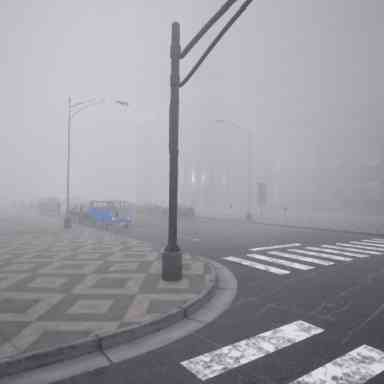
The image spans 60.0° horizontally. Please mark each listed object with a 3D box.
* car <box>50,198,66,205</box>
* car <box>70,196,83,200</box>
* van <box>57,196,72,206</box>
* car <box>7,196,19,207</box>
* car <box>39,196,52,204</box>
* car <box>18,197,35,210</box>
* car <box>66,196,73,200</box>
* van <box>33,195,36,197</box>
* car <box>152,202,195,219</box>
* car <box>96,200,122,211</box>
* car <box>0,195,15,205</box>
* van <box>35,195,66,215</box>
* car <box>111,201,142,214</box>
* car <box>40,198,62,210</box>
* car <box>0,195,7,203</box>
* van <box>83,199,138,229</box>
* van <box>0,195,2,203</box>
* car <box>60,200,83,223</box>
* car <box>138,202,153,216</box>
[{"bbox_3d":[-27.006,1.886,66.747,2.008,1.369,4.403,1,-1,-35],"label":"car"},{"bbox_3d":[-17.434,1.816,53.214,1.887,1.381,4.507,1,-1,-35],"label":"car"},{"bbox_3d":[-23.813,1.655,62.238,1.690,1.788,3.998,1,-1,-35],"label":"van"},{"bbox_3d":[-27.608,1.693,52.807,2.008,1.369,4.403,1,-1,-35],"label":"car"},{"bbox_3d":[-33.387,1.819,75.770,1.967,1.590,4.097,1,-1,-35],"label":"car"},{"bbox_3d":[-21.230,1.681,43.783,1.802,1.307,4.206,1,-1,-35],"label":"car"},{"bbox_3d":[-20.622,1.607,57.727,2.192,1.841,5.009,1,-1,-35],"label":"car"},{"bbox_3d":[-36.577,1.741,80.281,1.690,1.788,3.998,1,-1,-35],"label":"van"},{"bbox_3d":[-1.479,1.710,30.660,1.887,1.381,4.507,1,-1,-35],"label":"car"},{"bbox_3d":[-11.150,1.754,44.331,1.752,1.417,4.829,1,-1,-35],"label":"car"},{"bbox_3d":[-37.076,1.731,66.204,1.752,1.417,4.829,1,-1,-35],"label":"car"},{"bbox_3d":[-14.850,1.397,34.762,1.690,1.788,3.998,1,-1,-35],"label":"van"},{"bbox_3d":[-7.861,1.752,39.681,1.887,1.381,4.507,1,-1,-35],"label":"car"},{"bbox_3d":[-19.741,1.658,46.485,1.837,1.490,4.892,1,-1,-35],"label":"car"},{"bbox_3d":[-43.550,1.565,75.368,2.192,1.841,5.009,1,-1,-35],"label":"car"},{"bbox_3d":[-5.284,1.336,21.227,1.690,1.788,3.998,1,-1,-35],"label":"van"},{"bbox_3d":[-46.739,1.613,79.880,1.690,1.788,3.998,1,-1,-35],"label":"van"},{"bbox_3d":[-8.475,1.559,25.737,1.887,1.381,4.507,1,-1,-35],"label":"car"},{"bbox_3d":[-4.670,1.731,35.170,1.887,1.381,4.507,1,-1,-35],"label":"car"}]
